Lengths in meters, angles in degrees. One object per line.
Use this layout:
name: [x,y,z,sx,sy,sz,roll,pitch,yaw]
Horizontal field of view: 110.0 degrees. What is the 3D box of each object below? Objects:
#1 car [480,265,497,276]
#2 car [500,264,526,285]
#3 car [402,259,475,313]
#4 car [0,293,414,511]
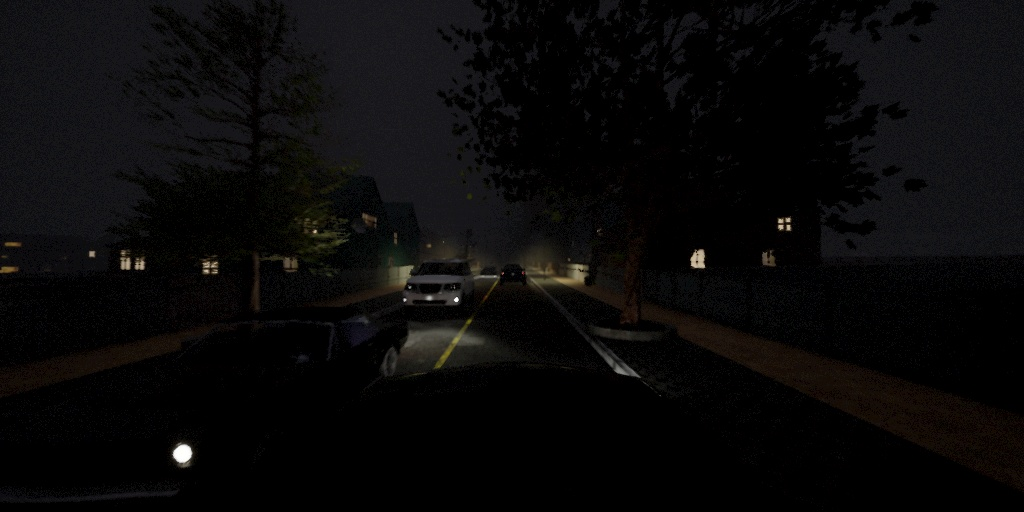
car: [-2.867,1.806,45.238,1.994,1.385,4.181,0,-1,0]
car: [0.081,1.421,29.624,2.097,1.767,4.553,0,-1,0]
car: [-2.846,1.127,15.135,2.150,2.045,5.566,0,-1,0]
car: [-2.851,1.383,4.449,1.895,1.301,4.718,0,-1,0]
